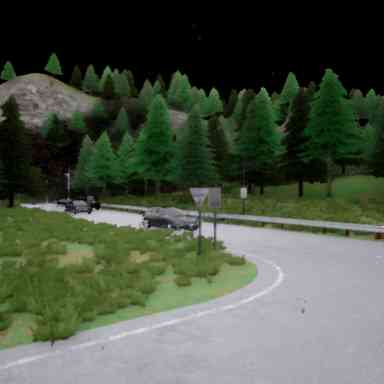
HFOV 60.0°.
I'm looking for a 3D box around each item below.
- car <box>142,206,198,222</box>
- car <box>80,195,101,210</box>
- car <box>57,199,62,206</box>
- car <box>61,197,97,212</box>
[{"bbox_3d":[-1.431,1.681,21.019,1.837,1.490,4.892,0,0,-36],"label":"car"},{"bbox_3d":[-14.206,1.409,45.135,2.150,2.045,5.566,0,0,-35],"label":"car"},{"bbox_3d":[-20.439,1.788,53.773,1.895,1.301,4.718,0,0,-36],"label":"car"},{"bbox_3d":[-12.464,1.680,36.460,1.837,1.490,4.892,0,0,-35],"label":"car"}]
